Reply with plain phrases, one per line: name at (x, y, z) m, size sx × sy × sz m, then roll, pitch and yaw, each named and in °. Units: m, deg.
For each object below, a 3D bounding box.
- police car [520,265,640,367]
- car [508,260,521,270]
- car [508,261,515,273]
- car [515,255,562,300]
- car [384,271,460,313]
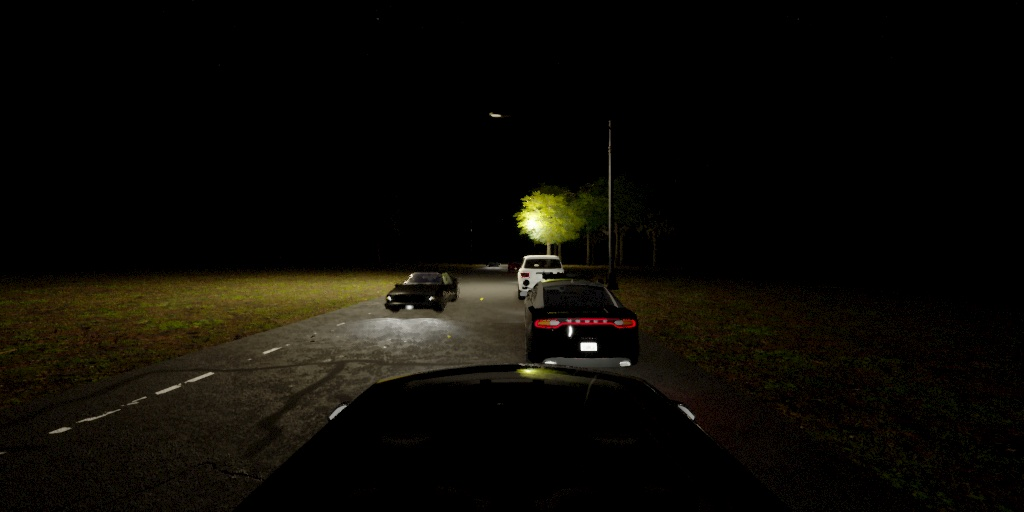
police car at (1.216, 1.175, 8.025) m, size 1.930 × 1.638 × 5.238 m, roll 0°, pitch 0°, yaw 1°
car at (0.332, 1.402, 57.063) m, size 1.994 × 1.385 × 4.181 m, roll 0°, pitch -1°, yaw -1°
car at (0.463, 1.342, 45.763) m, size 1.812 × 1.442 × 4.674 m, roll 0°, pitch 0°, yaw 0°
car at (1.382, 0.988, 17.970) m, size 2.150 × 2.045 × 5.566 m, roll 0°, pitch 0°, yaw 1°
car at (-3.324, 1.307, 14.391) m, size 2.033 × 1.411 × 5.357 m, roll 0°, pitch 0°, yaw 1°
